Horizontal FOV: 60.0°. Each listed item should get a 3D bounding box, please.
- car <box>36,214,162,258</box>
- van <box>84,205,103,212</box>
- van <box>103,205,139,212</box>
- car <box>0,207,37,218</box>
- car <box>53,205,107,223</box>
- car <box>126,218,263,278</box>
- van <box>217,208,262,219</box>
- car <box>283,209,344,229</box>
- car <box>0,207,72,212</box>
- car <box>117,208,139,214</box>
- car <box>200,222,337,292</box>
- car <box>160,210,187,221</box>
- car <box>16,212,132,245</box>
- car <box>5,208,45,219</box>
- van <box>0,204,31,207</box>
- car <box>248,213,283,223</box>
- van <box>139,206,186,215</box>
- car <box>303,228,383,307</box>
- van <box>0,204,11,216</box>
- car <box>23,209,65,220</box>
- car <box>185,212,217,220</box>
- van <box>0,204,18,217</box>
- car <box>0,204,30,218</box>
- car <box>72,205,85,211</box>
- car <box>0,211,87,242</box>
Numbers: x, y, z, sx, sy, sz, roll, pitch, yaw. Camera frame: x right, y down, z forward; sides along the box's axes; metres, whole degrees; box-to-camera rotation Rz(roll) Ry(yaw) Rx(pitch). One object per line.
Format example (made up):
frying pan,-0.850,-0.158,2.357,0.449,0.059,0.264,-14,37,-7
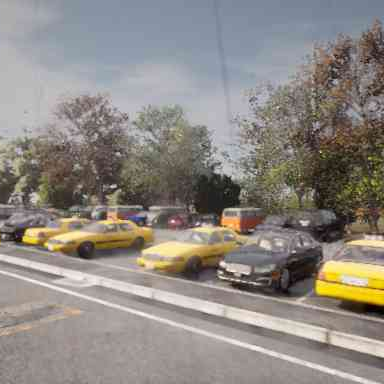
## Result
car,-4.088,2.021,15.652,1.946,1.575,5.366,-1,-2,38
van,-8.937,2.492,36.139,1.878,1.987,4.442,-1,-3,38
van,-6.611,2.454,34.616,1.878,1.987,4.442,-1,-3,38
car,-26.324,3.092,49.870,2.097,1.535,5.008,-1,-3,38
car,-13.245,2.562,39.622,2.435,2.045,5.566,-1,-3,38
car,0.380,1.973,12.155,1.946,1.575,5.366,-1,-2,38
van,4.194,2.263,26.163,1.878,1.987,4.442,-1,-2,38
car,8.600,2.187,22.604,2.435,2.045,5.566,-1,-2,38
car,-10.410,2.008,20.879,2.185,1.767,4.553,-1,-3,38
car,-4.500,2.629,32.813,2.097,1.535,5.008,-1,-3,38
car,2.684,1.961,10.595,2.231,1.521,4.892,-1,-2,38
car,-0.125,2.576,29.419,2.163,1.488,4.792,-1,-3,38
car,-5.948,2.061,17.578,1.946,1.575,5.366,-1,-2,38
car,-24.140,3.086,48.164,2.002,1.452,4.674,-1,-3,38
van,-14.728,2.001,24.369,1.878,1.987,4.442,-1,-3,38
car,6.380,2.487,24.257,2.163,1.488,4.792,-1,-2,38
van,-2.374,2.356,31.016,1.878,1.987,4.442,-1,-3,38
car,4.981,1.941,9.025,1.946,1.575,5.366,-1,-2,38
van,-32.792,3.010,55.093,1.878,1.987,4.442,-1,-3,38
car,-19.872,2.996,44.832,2.002,1.452,4.674,-1,-3,38
car,1.954,2.543,27.793,2.163,1.488,4.792,-1,-2,38
van,-30.709,2.966,53.464,1.878,1.987,4.442,-1,-3,38
car,-28.616,2.889,51.644,2.435,2.045,5.566,-1,-3,38
car,-11.063,2.516,37.915,2.435,2.045,5.566,-1,-3,38
car,-8.246,2.092,19.133,2.231,1.521,4.892,-1,-2,38
